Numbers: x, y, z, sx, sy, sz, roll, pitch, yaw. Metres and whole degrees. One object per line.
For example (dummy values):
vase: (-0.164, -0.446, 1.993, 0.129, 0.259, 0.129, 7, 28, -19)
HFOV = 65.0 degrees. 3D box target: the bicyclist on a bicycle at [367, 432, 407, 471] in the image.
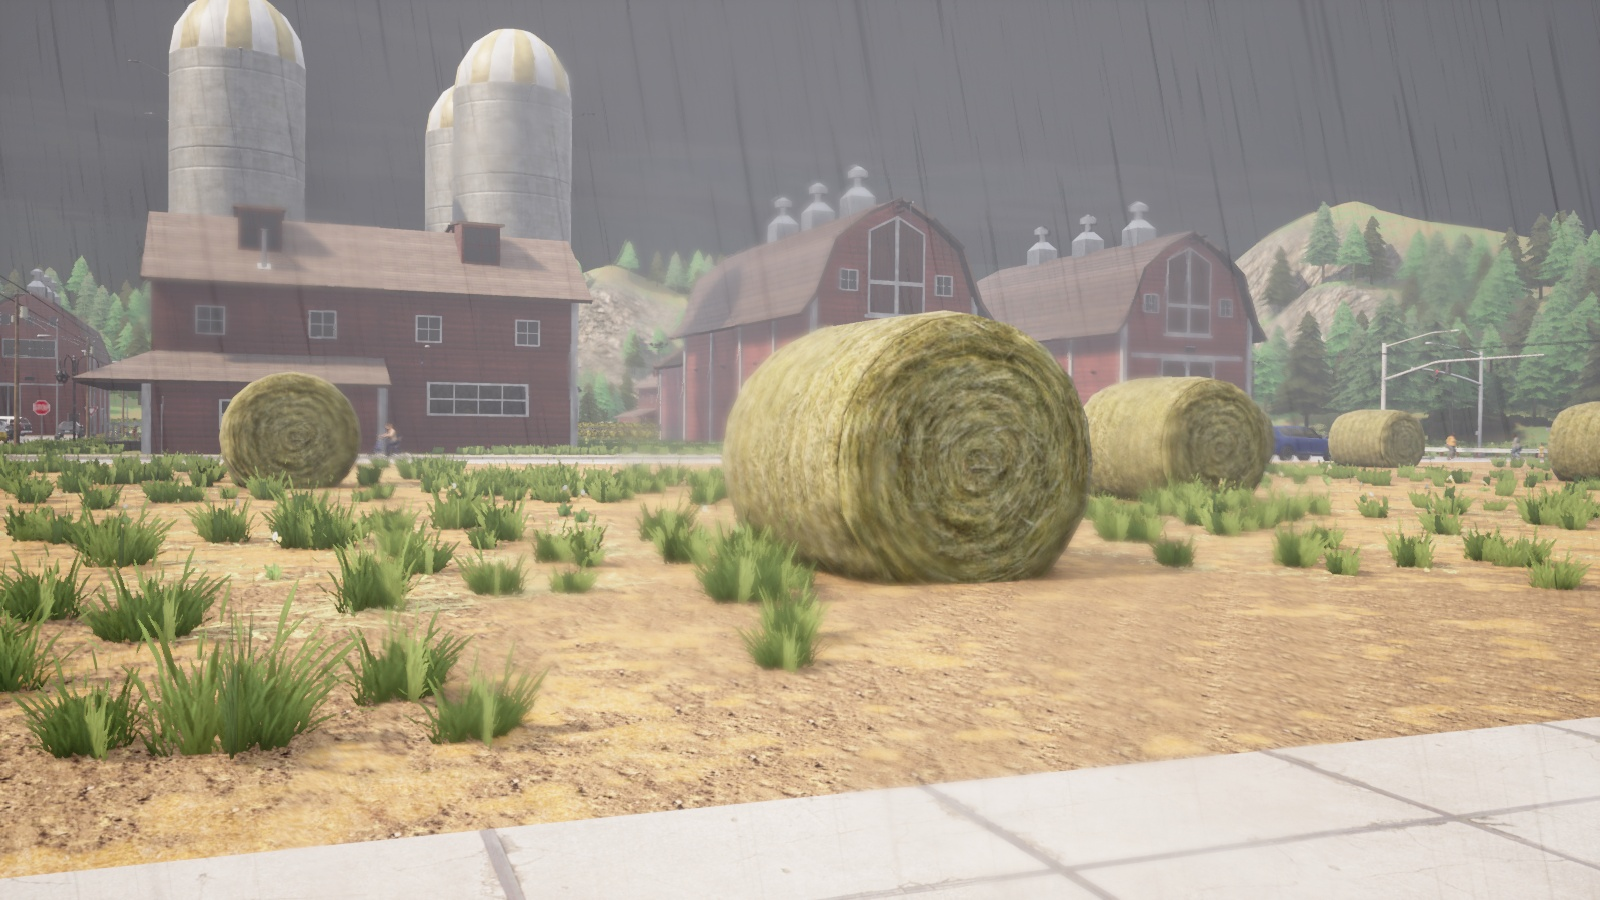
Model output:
bicyclist on a bicycle: (-17.602, 0.062, 53.506, 1.509, 1.612, 0.866, -1, 1, -24)

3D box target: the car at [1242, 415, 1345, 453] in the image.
car: (27.739, -0.922, 70.534, 5.566, 2.045, 2.150, -1, 1, -25)

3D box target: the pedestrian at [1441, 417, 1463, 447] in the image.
pedestrian: (42.002, -1.162, 80.933, 0.874, 1.855, 0.900, -1, 1, -28)

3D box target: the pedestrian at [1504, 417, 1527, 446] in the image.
pedestrian: (45.737, -1.192, 80.271, 0.874, 1.855, 0.900, -1, 1, -27)
